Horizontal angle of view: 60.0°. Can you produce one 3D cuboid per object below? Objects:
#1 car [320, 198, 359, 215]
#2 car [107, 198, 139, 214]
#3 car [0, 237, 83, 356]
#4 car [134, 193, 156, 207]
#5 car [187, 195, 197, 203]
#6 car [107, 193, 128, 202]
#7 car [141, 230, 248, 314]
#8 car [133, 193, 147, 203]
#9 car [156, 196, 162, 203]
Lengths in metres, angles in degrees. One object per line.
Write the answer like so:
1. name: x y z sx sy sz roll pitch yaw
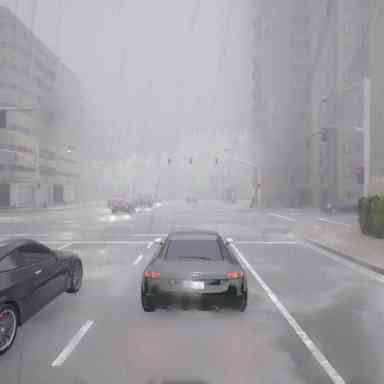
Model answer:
1. car: 15.502 1.352 33.736 4.553 1.767 2.097 0 0 1
2. car: -7.186 1.601 35.252 1.895 1.301 4.718 0 0 0
3. car: -3.462 1.526 5.888 1.812 1.442 4.674 0 0 0
4. car: -7.222 1.219 50.730 2.150 2.045 5.566 0 0 0
5. car: -0.071 1.352 69.733 2.097 1.767 4.553 0 0 0
6. car: -10.716 1.222 48.367 2.150 2.045 5.566 0 0 0
7. car: 0.046 1.564 7.692 1.994 1.385 4.181 0 0 0
8. car: -10.668 1.222 68.547 2.150 2.045 5.566 0 0 0
9. car: -7.170 1.491 68.398 2.128 1.511 4.902 0 0 0
